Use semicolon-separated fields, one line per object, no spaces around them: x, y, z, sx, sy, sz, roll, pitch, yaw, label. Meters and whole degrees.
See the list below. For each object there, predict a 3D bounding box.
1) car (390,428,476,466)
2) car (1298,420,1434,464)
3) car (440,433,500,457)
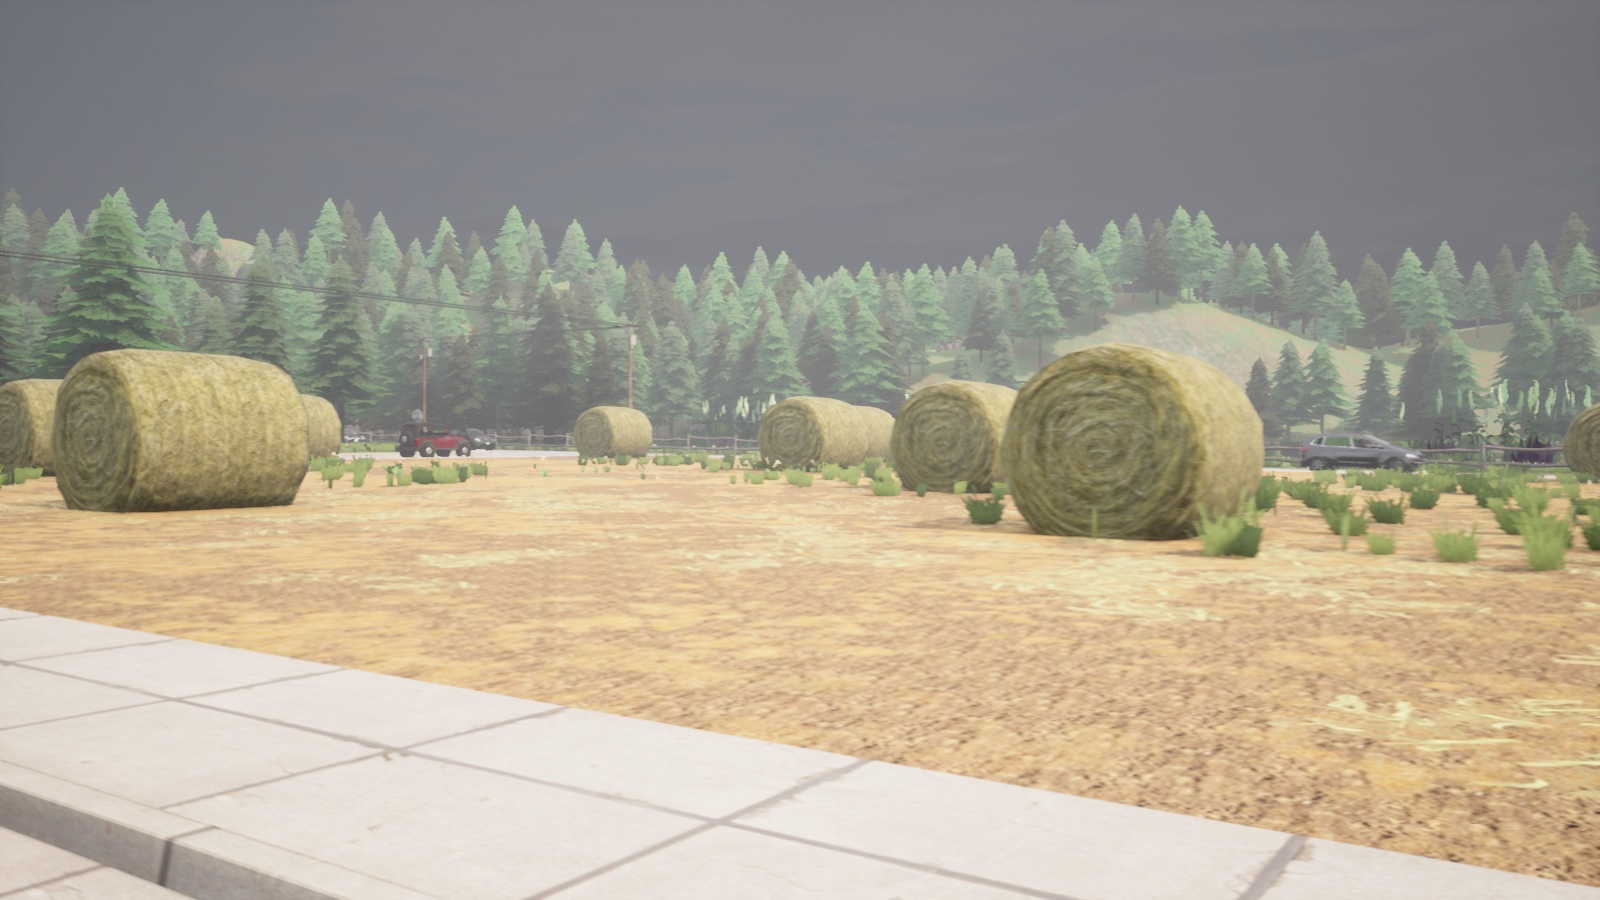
-18.850;-0.157;64.633;1.905;1.878;3.866;0;1;35;car
22.813;-0.331;50.710;4.611;1.667;2.242;0;1;37;car
-22.449;-0.340;85.343;3.988;1.617;1.851;0;1;37;car
